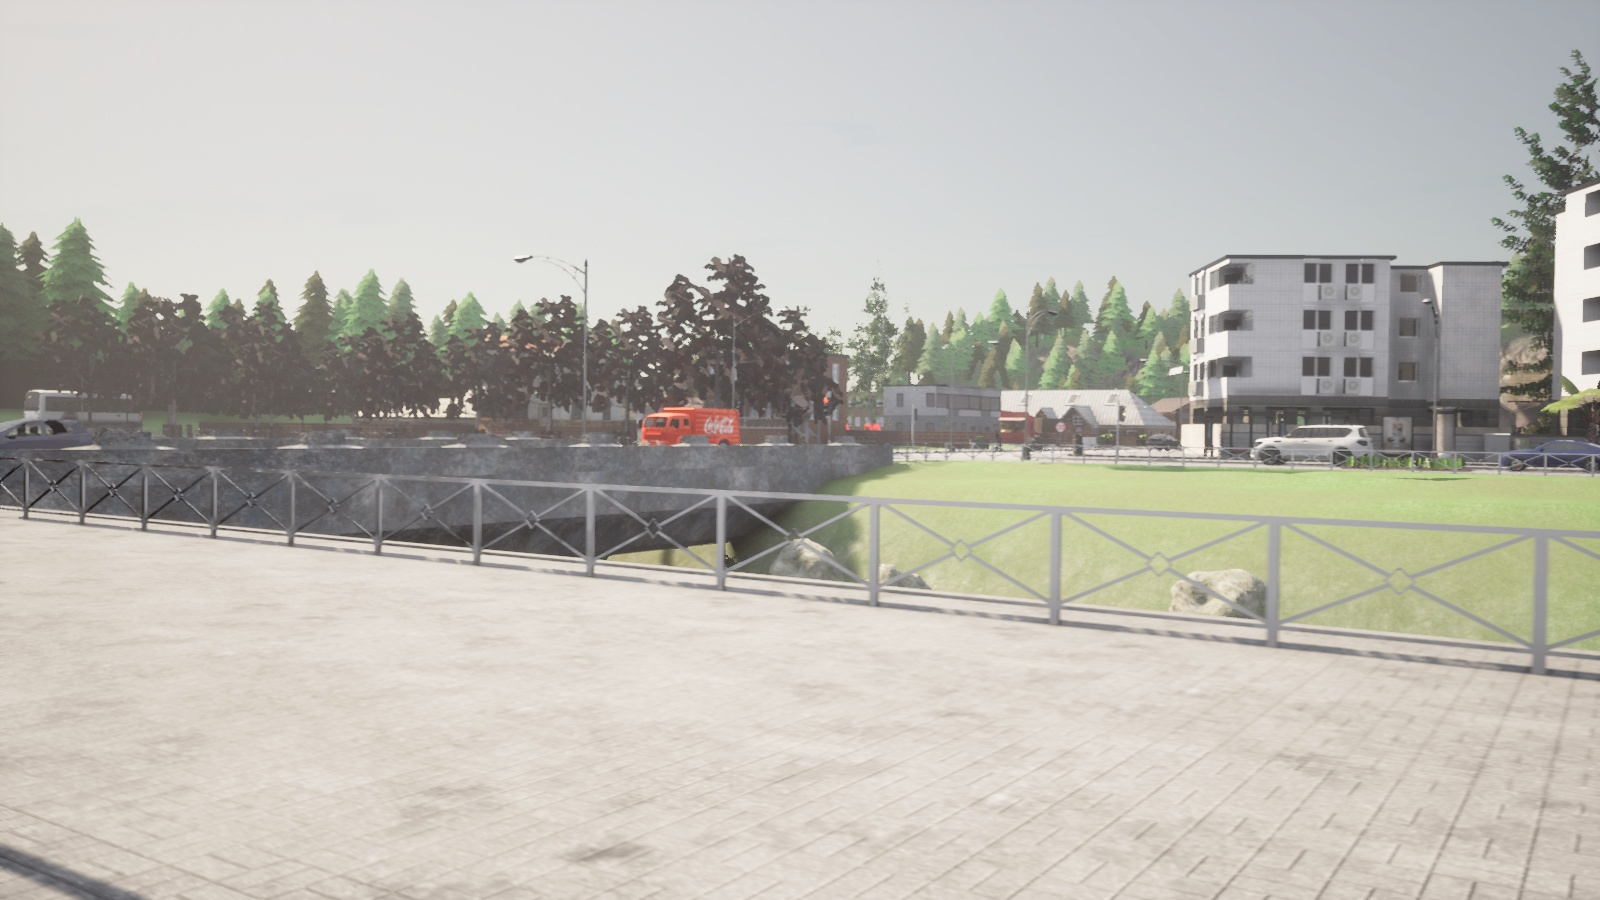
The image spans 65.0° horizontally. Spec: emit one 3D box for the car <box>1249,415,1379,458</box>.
[{"bbox_3d":[25.171,-0.679,61.585,5.566,2.045,2.150,0,1,33],"label":"car"}]

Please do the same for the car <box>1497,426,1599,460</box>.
[{"bbox_3d":[33.757,-0.324,55.884,4.674,1.442,1.812,0,1,34],"label":"car"}]

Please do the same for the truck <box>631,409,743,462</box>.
[{"bbox_3d":[-5.406,-0.713,60.667,2.627,2.467,5.204,0,1,36],"label":"truck"}]

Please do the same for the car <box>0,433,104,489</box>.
[{"bbox_3d":[-22.076,0.280,35.589,1.845,1.501,3.633,0,1,34],"label":"car"}]
